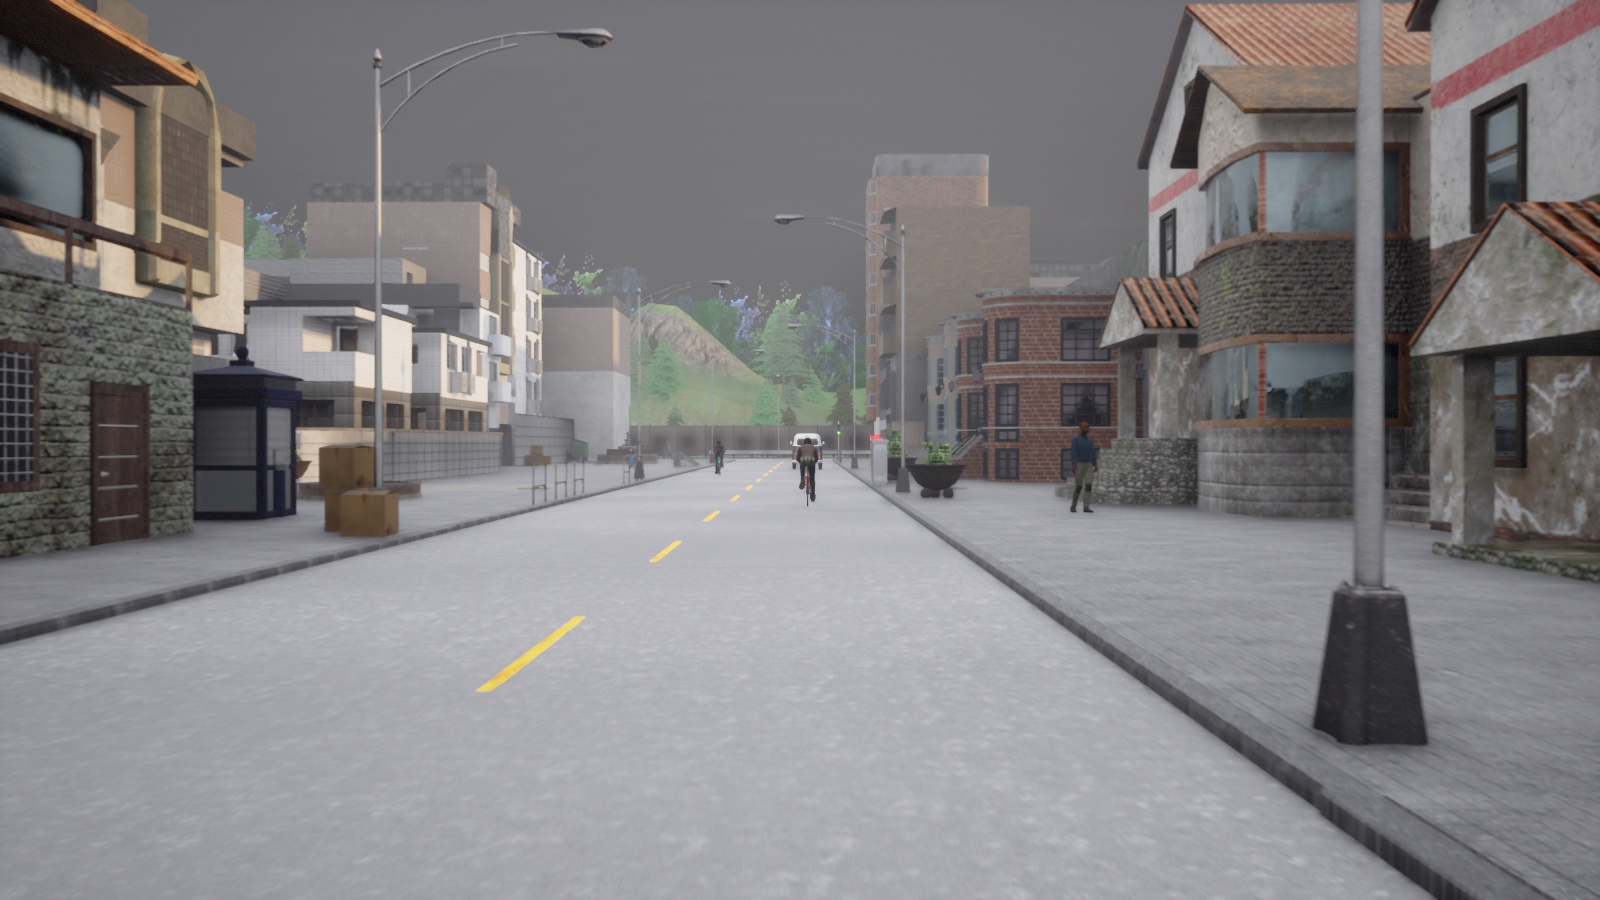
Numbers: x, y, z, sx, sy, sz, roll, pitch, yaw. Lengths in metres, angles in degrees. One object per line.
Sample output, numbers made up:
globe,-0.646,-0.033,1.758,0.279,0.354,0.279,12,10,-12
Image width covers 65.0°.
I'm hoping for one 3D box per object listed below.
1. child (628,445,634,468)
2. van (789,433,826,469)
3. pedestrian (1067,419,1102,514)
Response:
child,-9.277,0.336,68.743,0.270,1.263,0.437,0,0,0
van,0.429,0.059,73.018,2.069,2.038,4.480,0,0,0
pedestrian,5.568,0.321,24.578,0.370,1.835,0.726,0,0,-14
